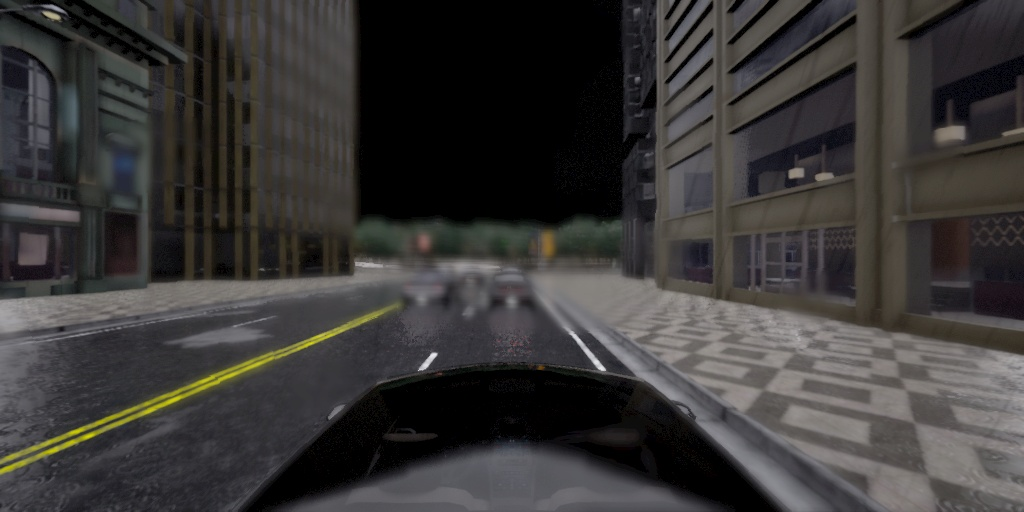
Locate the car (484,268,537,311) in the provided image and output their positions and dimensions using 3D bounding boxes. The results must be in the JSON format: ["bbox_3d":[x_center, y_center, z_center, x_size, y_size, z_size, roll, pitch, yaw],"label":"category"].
[{"bbox_3d":[0.019,1.431,15.381,1.837,1.490,4.892,0,0,0],"label":"car"}]

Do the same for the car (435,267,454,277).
[{"bbox_3d":[-9.777,2.302,52.069,1.812,1.442,4.674,0,-2,1],"label":"car"}]

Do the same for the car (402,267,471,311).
[{"bbox_3d":[-3.232,1.417,15.381,2.128,1.511,4.902,0,-1,0],"label":"car"}]

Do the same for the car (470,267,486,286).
[{"bbox_3d":[-3.231,1.750,30.410,1.837,1.490,4.892,0,-1,0],"label":"car"}]
